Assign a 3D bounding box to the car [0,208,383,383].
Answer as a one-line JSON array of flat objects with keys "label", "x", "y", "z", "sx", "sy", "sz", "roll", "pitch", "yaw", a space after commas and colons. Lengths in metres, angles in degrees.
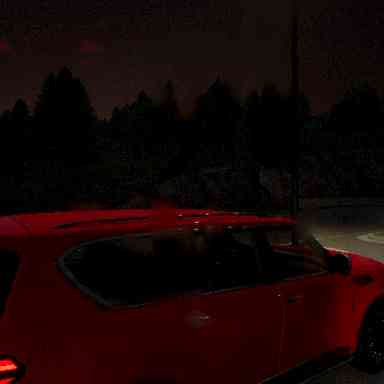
[{"label": "car", "x": 0.289, "y": 1.219, "z": 3.955, "sx": 5.566, "sy": 2.045, "sz": 2.150, "roll": 0, "pitch": 0, "yaw": -35}]
